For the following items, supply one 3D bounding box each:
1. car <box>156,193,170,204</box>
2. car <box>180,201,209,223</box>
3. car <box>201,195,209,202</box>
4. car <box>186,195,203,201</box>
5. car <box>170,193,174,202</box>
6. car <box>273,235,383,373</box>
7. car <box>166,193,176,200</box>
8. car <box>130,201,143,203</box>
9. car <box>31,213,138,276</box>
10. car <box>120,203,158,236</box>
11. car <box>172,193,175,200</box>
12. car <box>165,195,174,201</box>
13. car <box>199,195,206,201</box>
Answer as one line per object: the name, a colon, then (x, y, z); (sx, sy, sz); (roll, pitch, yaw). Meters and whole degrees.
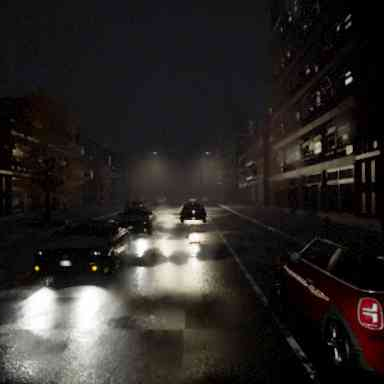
car: (-5.674, 1.394, 62.419); (1.967, 1.590, 4.097); (1, 0, 0)
car: (0.102, 1.581, 25.484); (1.895, 1.301, 4.718); (0, 0, 0)
car: (2.704, 1.476, 68.337); (1.752, 1.417, 4.829); (1, 0, 0)
car: (0.089, 1.529, 46.286); (1.994, 1.385, 4.181); (0, 0, 0)
car: (-5.677, 1.513, 73.794); (1.947, 1.339, 4.313); (1, 0, 0)
car: (2.705, 1.436, 5.614); (1.967, 1.590, 4.097); (1, 0, 0)
car: (-5.671, 1.254, 90.853); (2.192, 1.841, 5.009); (1, 0, 0)
car: (-5.677, 1.555, 33.986); (1.802, 1.307, 4.206); (1, 0, 0)
car: (-3.090, 1.555, 10.133); (1.994, 1.385, 4.181); (0, 0, 0)
car: (-3.000, 1.549, 18.242); (1.994, 1.385, 4.181); (0, 0, 0)
car: (-5.674, 1.385, 79.480); (1.967, 1.590, 4.097); (1, 0, 0)
car: (-5.676, 1.508, 85.166); (1.947, 1.339, 4.313); (1, 0, 0)
car: (2.704, 1.524, 85.227); (1.802, 1.307, 4.206); (1, 0, 0)
